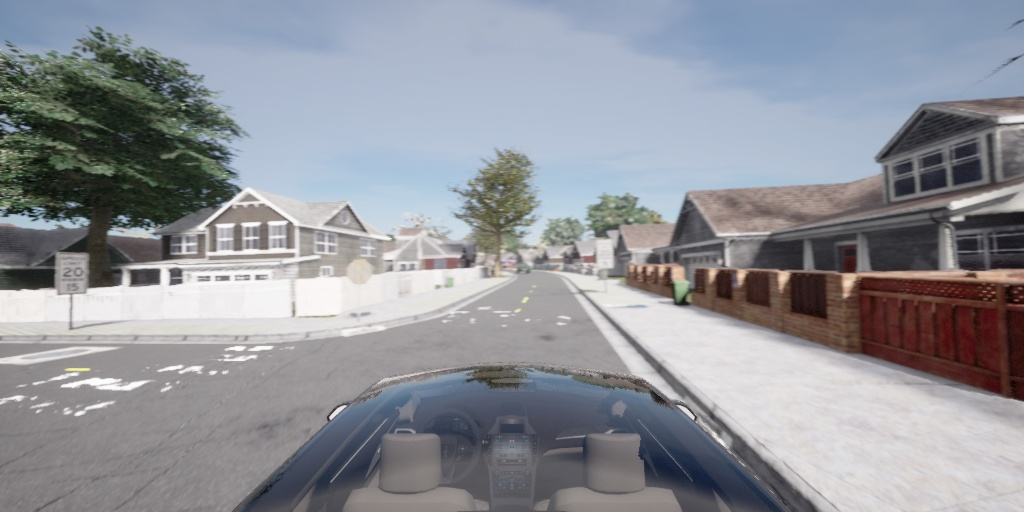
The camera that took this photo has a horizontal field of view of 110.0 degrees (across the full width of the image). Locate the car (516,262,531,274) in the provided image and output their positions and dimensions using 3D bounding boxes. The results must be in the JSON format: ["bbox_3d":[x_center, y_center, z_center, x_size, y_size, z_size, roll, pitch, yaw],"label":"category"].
[{"bbox_3d":[2.043,2.119,65.005,2.150,2.045,5.566,-1,-1,-4],"label":"car"}]
